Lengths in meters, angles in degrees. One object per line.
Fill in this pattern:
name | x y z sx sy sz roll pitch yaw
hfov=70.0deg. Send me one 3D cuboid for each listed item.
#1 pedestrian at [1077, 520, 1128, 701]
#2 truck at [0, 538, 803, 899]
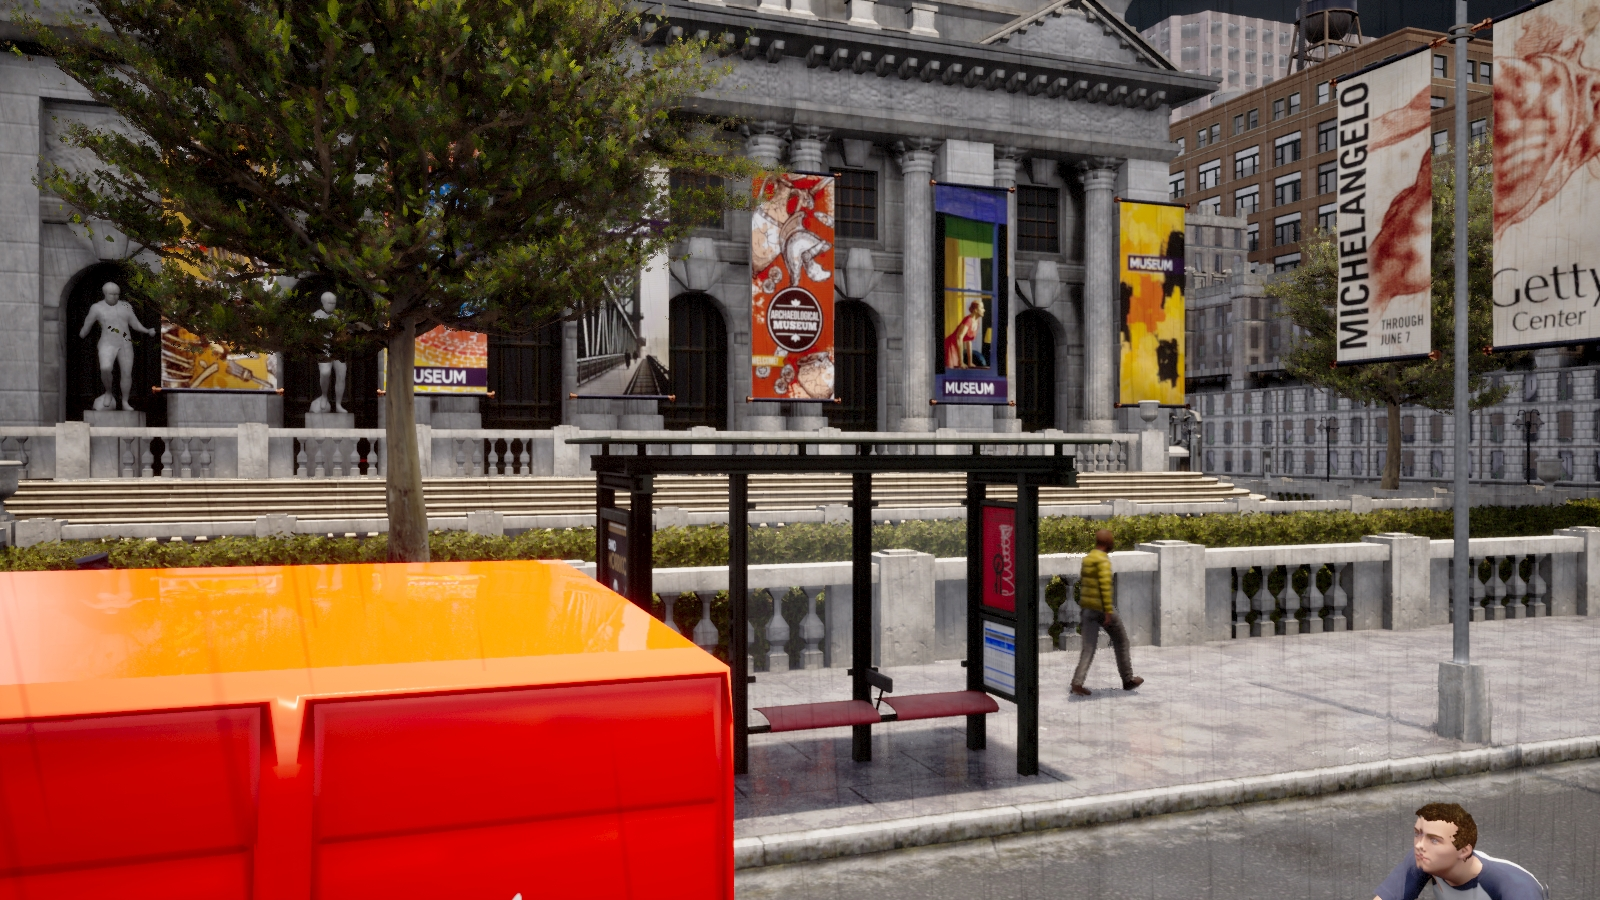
pedestrian | 3.236 1.700 12.241 0.375 1.860 0.375 0 0 -25
truck | -2.888 1.568 2.235 5.204 2.467 2.627 0 0 -20
